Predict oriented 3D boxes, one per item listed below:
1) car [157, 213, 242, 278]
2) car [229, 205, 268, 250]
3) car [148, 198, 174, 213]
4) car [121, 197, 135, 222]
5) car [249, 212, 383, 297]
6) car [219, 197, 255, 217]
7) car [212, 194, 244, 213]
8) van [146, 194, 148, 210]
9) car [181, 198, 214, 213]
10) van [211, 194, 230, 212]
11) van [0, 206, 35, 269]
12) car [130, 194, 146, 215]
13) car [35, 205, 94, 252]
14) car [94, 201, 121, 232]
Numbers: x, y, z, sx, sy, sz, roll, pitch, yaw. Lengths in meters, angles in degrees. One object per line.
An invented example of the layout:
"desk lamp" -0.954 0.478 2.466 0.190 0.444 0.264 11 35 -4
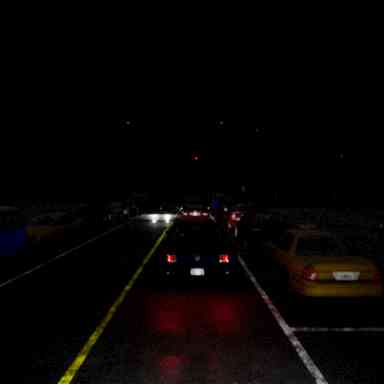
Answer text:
"car" 0.141 1.528 9.841 1.895 1.301 4.718 0 0 0
"car" 2.820 1.444 13.588 1.887 1.381 4.507 0 0 0
"car" -2.850 1.329 32.749 1.994 1.385 4.181 0 0 0
"car" -5.654 1.349 24.333 1.752 1.417 4.829 0 0 0
"car" 2.795 1.463 8.320 1.752 1.417 4.829 0 0 0
"car" 2.846 1.301 19.024 1.967 1.590 4.097 0 0 0
"car" 2.871 1.137 24.461 2.192 1.841 5.009 0 0 0
"van" -5.602 1.087 35.376 1.690 1.788 3.998 0 0 0
"car" 0.202 1.381 22.879 2.033 1.411 5.357 0 0 0
"van" 2.923 1.086 35.335 1.690 1.788 3.998 0 0 0
"van" -5.731 1.280 8.189 1.690 1.788 3.998 0 0 0
"car" -5.628 1.224 29.939 1.967 1.590 4.097 0 0 0
"car" -5.706 1.426 13.458 1.752 1.417 4.829 0 0 0
"car" -5.679 1.427 19.065 1.947 1.339 4.313 0 0 0
